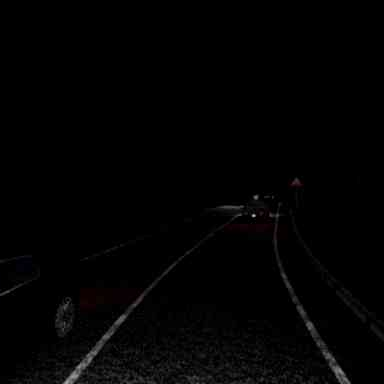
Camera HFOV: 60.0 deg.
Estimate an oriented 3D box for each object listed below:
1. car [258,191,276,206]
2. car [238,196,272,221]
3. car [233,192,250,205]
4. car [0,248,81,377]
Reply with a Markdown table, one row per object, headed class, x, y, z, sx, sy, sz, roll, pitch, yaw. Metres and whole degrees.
| class | x | y | z | sx | sy | sz | roll | pitch | yaw |
| --- | --- | --- | --- | --- | --- | --- | --- | --- | --- |
| car | 9.284 | 0.686 | 41.379 | 2.097 | 1.767 | 4.553 | -1 | 0 | 15 |
| car | 4.772 | 1.309 | 24.801 | 1.812 | 1.442 | 4.674 | -1 | 1 | 15 |
| car | 6.725 | 0.766 | 44.732 | 1.882 | 1.535 | 5.008 | -1 | 1 | 15 |
| car | -2.956 | 1.501 | 3.779 | 2.128 | 1.511 | 4.902 | 0 | 0 | 5 |
